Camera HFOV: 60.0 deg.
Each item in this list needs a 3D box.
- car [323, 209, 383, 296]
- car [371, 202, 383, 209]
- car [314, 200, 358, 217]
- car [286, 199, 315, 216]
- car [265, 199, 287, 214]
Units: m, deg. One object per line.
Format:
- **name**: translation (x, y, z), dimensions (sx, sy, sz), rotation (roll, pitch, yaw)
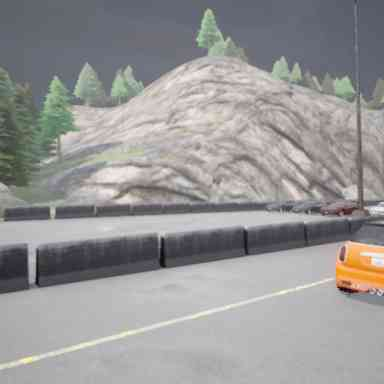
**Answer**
- **car**: translation (5.334, 1.383, 7.630), dimensions (4.553, 1.767, 2.097), rotation (0, 0, -36)
- **car**: translation (17.343, 1.640, 29.482), dimensions (4.674, 1.442, 1.812), rotation (0, 0, -36)
- **car**: translation (14.142, 1.588, 31.489), dimensions (5.008, 1.535, 1.882), rotation (0, 0, -36)
- **car**: translation (12.362, 1.617, 34.519), dimensions (4.892, 1.490, 1.837), rotation (0, 0, -36)
- **car**: translation (10.309, 1.618, 37.353), dimensions (4.892, 1.490, 1.837), rotation (0, 0, -36)
